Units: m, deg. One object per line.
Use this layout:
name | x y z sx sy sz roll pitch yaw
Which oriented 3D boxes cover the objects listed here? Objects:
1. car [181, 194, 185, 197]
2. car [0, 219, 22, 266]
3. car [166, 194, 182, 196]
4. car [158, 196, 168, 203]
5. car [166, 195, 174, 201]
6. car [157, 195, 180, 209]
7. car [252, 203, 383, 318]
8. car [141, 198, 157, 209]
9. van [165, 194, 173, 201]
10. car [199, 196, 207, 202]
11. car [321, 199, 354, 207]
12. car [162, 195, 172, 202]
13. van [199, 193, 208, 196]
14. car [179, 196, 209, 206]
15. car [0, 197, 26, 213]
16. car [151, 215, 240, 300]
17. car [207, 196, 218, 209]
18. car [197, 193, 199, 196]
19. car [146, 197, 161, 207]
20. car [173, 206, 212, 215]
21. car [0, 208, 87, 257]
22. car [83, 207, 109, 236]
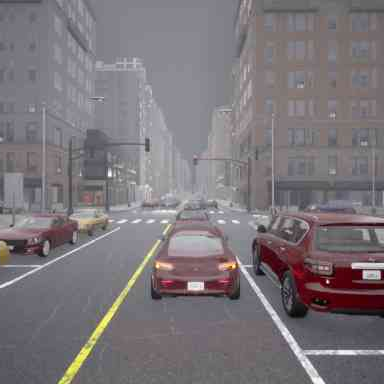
car | -3.091 1.567 66.339 2.033 1.411 5.357 0 0 1
car | -5.856 1.527 7.167 1.752 1.417 4.829 1 0 0
car | -3.143 1.561 55.368 2.033 1.411 5.357 0 0 0
car | -5.917 1.602 68.297 1.802 1.307 4.206 1 0 0
car | -5.940 1.616 90.988 1.802 1.307 4.206 1 0 0
car | -3.129 1.503 45.517 2.128 1.511 4.902 0 0 1
car | 2.671 1.317 7.337 2.192 1.841 5.009 1 0 0
car | -5.895 1.555 45.606 1.887 1.381 4.507 1 0 0
van | -5.932 1.371 85.316 1.690 1.788 3.998 1 0 0
car | 2.597 1.609 79.645 1.802 1.307 4.206 1 0 0
car | 13.566 1.503 32.822 4.553 1.767 2.097 0 -1 0
car | -5.927 1.466 79.643 1.967 1.590 4.097 1 0 0
van | 2.616 1.358 62.626 1.690 1.788 3.998 1 0 0
car | 0.336 1.573 37.636 2.033 1.411 5.357 0 1 9
car | -17.386 1.198 29.765 4.553 1.767 2.097 0 -1 0
car | 0.077 1.528 8.290 1.812 1.442 4.674 0 0 0
car | 2.631 1.593 45.605 1.802 1.307 4.206 1 0 0
car | 2.611 1.335 68.299 2.192 1.841 5.009 1 0 0
car | -5.900 1.557 51.279 1.887 1.381 4.507 1 0 0
car | 0.046 1.605 17.468 1.895 1.301 4.718 0 0 0
car | -5.862 1.547 12.962 1.887 1.381 4.507 1 0 0
car | -5.868 1.529 18.416 1.752 1.417 4.829 1 0 0
